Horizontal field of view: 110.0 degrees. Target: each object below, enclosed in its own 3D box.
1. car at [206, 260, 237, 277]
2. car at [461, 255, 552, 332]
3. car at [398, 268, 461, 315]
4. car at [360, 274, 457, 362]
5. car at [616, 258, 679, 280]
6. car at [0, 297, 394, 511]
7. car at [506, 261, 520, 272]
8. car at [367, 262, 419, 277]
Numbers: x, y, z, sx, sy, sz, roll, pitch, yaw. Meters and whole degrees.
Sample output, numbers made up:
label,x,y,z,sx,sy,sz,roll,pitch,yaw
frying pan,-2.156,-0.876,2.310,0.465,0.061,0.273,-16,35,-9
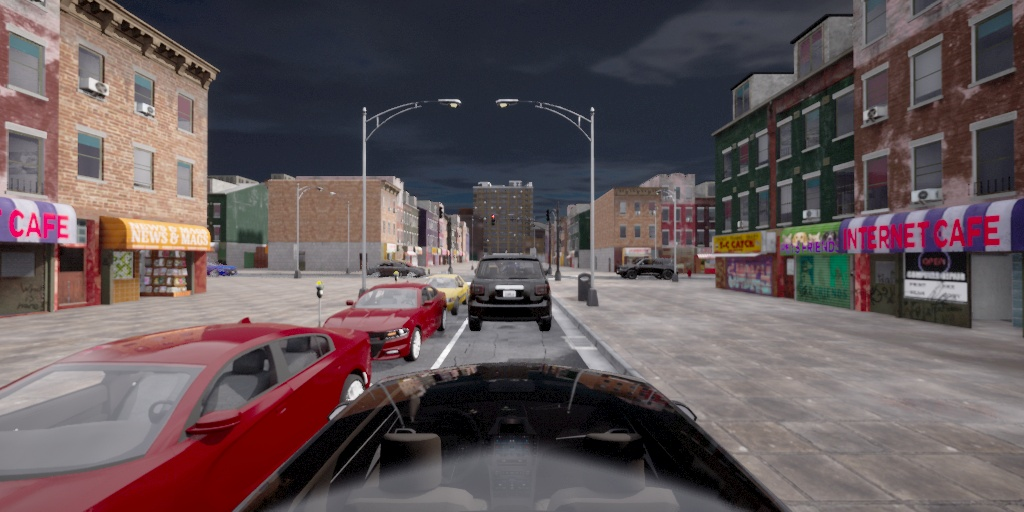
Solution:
label,x,y,z,sx,sy,sz,roll,pitch,yaw
car,-26.451,1.097,30.790,5.008,1.535,1.882,0,0,0
car,-0.033,0.984,11.083,2.150,2.045,5.566,0,0,1
car,-2.643,1.293,13.600,1.751,1.417,4.829,0,0,0
car,-2.640,1.303,8.276,1.888,1.381,4.507,0,0,0
car,12.800,1.196,33.964,5.566,2.045,2.150,1,0,0
car,-2.637,1.296,2.782,1.888,1.381,4.507,0,0,0
car,0.095,1.385,49.178,1.812,1.442,4.674,0,0,0
car,-9.874,1.239,30.881,4.892,1.490,1.837,1,0,0
